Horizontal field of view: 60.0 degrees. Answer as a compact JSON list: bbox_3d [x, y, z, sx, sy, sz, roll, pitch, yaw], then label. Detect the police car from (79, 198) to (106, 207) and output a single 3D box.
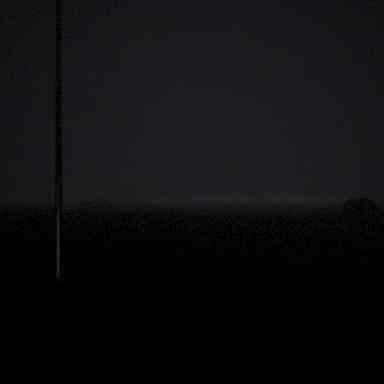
[{"bbox_3d":[-18.044,1.924,60.434,1.930,1.638,5.238,-1,-1,35],"label":"police car"}]
